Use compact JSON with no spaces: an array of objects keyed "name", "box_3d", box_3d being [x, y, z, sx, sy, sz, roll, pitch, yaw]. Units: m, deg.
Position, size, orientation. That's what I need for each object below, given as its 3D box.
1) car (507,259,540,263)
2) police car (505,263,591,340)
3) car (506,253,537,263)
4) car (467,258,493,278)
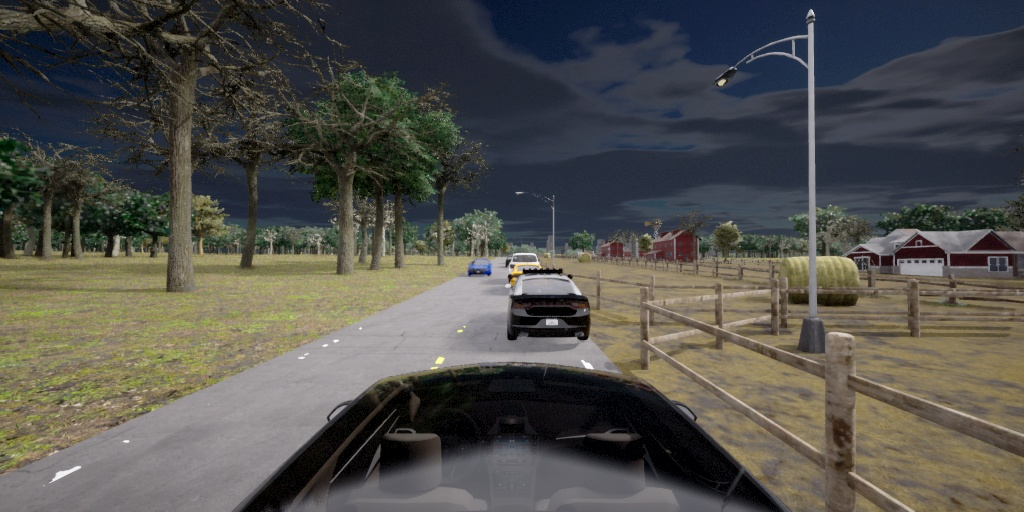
[{"name":"car","box_3d":[0.840,1.134,19.910,1.882,1.535,5.008,0,1,0]},{"name":"police car","box_3d":[0.832,1.156,10.019,1.930,1.638,5.238,0,0,0]},{"name":"car","box_3d":[0.846,0.810,25.941,2.150,2.045,5.566,0,1,0]},{"name":"car","box_3d":[-2.725,0.995,31.236,1.882,1.535,5.008,0,1,0]}]
